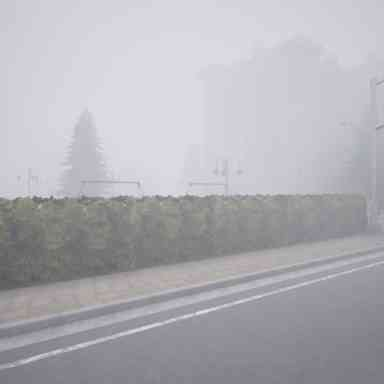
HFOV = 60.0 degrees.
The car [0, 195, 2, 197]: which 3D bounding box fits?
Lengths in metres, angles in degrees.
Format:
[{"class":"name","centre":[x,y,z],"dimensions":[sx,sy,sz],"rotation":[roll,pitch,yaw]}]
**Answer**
[{"class":"car","centre":[-40.232,1.374,67.297],"dimensions":[3.633,1.501,1.845],"rotation":[0,0,-37]}]
